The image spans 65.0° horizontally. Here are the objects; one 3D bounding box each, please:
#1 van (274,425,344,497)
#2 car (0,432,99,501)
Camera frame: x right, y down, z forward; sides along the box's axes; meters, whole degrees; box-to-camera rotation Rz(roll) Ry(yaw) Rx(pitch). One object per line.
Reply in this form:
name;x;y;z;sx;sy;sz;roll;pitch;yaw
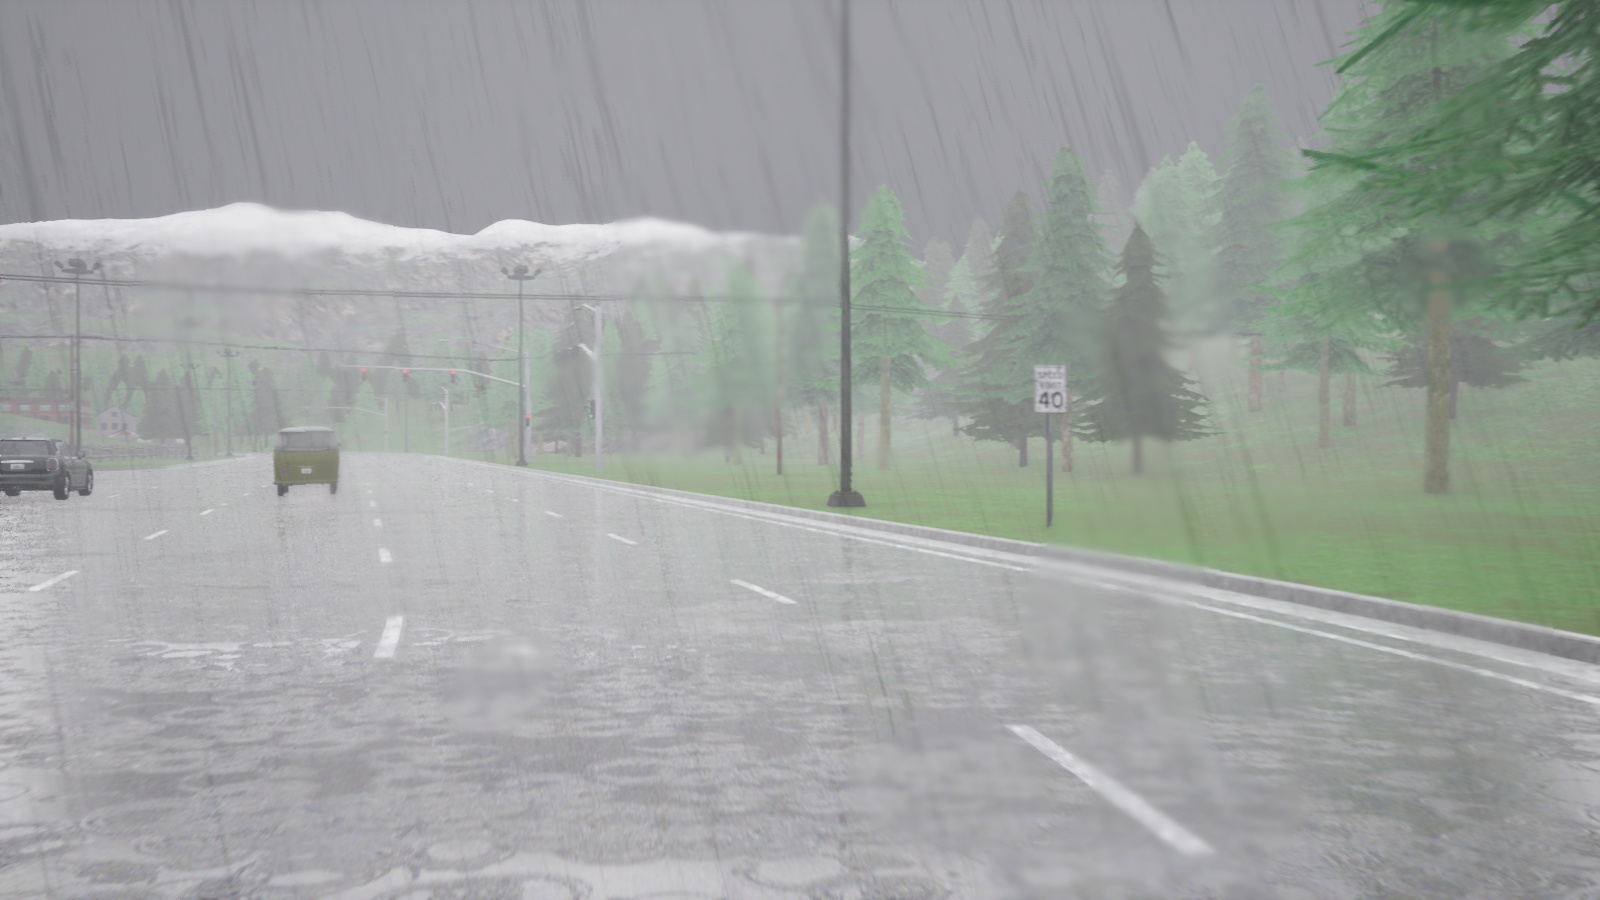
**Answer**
van;-14.484;0.292;37.215;1.775;1.987;4.442;0;0;-19
car;-21.016;0.413;34.685;2.097;1.767;4.553;0;0;-19
